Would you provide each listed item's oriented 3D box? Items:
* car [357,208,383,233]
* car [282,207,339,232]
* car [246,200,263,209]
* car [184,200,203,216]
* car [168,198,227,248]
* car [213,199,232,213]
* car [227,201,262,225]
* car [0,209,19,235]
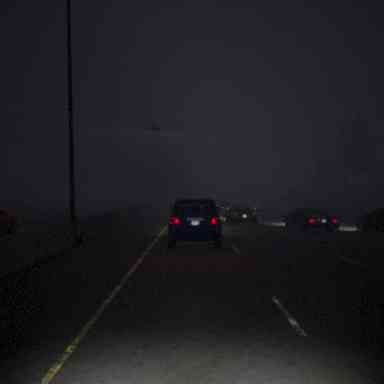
[{"bbox_3d":[10.624,1.563,17.623,1.837,1.490,4.892,0,0,0],"label":"car"},{"bbox_3d":[7.130,1.616,20.473,2.033,1.411,5.357,0,0,0],"label":"car"},{"bbox_3d":[7.157,1.667,40.010,1.812,1.442,4.674,0,0,0],"label":"car"},{"bbox_3d":[0.150,1.645,34.633,1.812,1.442,4.674,0,0,0],"label":"car"},{"bbox_3d":[0.121,1.267,15.072,2.150,2.045,5.566,0,0,0],"label":"car"},{"bbox_3d":[3.658,1.667,40.268,1.812,1.442,4.674,0,0,0],"label":"car"},{"bbox_3d":[3.635,1.647,24.963,1.994,1.385,4.181,0,0,0],"label":"car"},{"bbox_3d":[-10.550,1.526,16.423,1.882,1.535,5.008,0,0,0],"label":"car"}]
